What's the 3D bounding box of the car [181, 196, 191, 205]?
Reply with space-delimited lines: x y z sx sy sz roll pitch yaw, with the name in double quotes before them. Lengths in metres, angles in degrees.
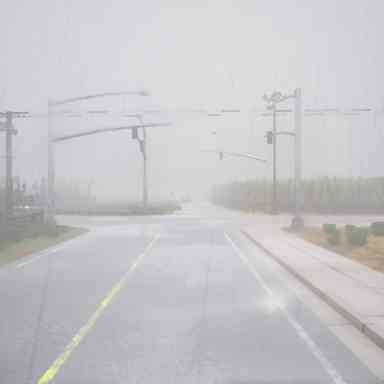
"car" -1.096 1.505 61.644 2.033 1.411 5.357 0 0 -3
